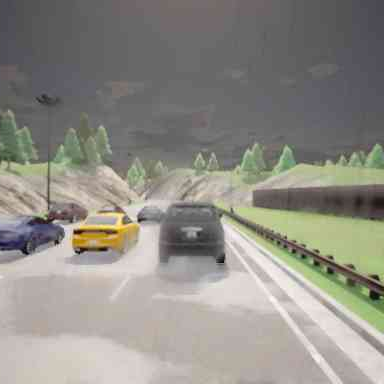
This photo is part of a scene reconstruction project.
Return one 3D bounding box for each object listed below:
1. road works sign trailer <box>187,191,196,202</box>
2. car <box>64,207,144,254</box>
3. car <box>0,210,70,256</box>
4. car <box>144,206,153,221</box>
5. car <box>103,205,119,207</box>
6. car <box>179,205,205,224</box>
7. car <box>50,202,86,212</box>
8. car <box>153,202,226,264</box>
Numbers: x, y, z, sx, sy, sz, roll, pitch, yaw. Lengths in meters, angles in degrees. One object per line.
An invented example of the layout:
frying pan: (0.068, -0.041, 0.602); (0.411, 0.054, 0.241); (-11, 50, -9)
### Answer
road works sign trailer: (-0.072, 1.489, 91.205); (2.380, 3.560, 2.880); (0, -1, 0)
car: (-3.479, 1.638, 14.221); (1.882, 1.535, 5.008); (0, 0, 0)
car: (-6.981, 1.682, 13.860); (1.812, 1.442, 4.674); (0, 0, 0)
car: (-3.486, 1.885, 28.423); (1.994, 1.385, 4.181); (0, -1, 0)
car: (-6.983, 1.851, 28.863); (1.812, 1.442, 4.674); (0, 0, 0)
car: (0.014, 1.886, 28.477); (1.994, 1.385, 4.181); (0, -1, 0)
car: (-10.486, 1.671, 28.394); (2.097, 1.767, 4.553); (0, -1, 0)
car: (0.006, 1.367, 12.540); (2.150, 2.045, 5.566); (0, 0, 0)
